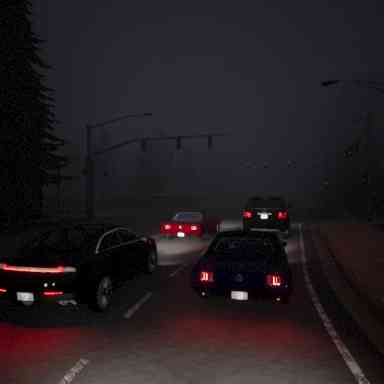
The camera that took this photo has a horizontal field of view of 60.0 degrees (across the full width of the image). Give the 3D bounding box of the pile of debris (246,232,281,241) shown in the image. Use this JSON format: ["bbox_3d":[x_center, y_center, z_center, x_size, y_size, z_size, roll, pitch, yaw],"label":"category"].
[{"bbox_3d":[3.538,2.172,16.343,1.500,0.140,1.860,0,0,17],"label":"pile of debris"}]

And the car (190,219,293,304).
[{"bbox_3d":[1.387,1.599,8.227,1.895,1.301,4.718,0,0,13],"label":"car"}]

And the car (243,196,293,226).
[{"bbox_3d":[4.062,1.218,17.622,2.150,2.045,5.566,0,0,17],"label":"car"}]

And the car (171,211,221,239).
[{"bbox_3d":[0.163,1.598,16.806,1.895,1.301,4.718,0,0,17],"label":"car"}]

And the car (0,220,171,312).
[{"bbox_3d":[-2.240,1.490,7.793,2.128,1.511,4.902,0,0,11],"label":"car"}]
